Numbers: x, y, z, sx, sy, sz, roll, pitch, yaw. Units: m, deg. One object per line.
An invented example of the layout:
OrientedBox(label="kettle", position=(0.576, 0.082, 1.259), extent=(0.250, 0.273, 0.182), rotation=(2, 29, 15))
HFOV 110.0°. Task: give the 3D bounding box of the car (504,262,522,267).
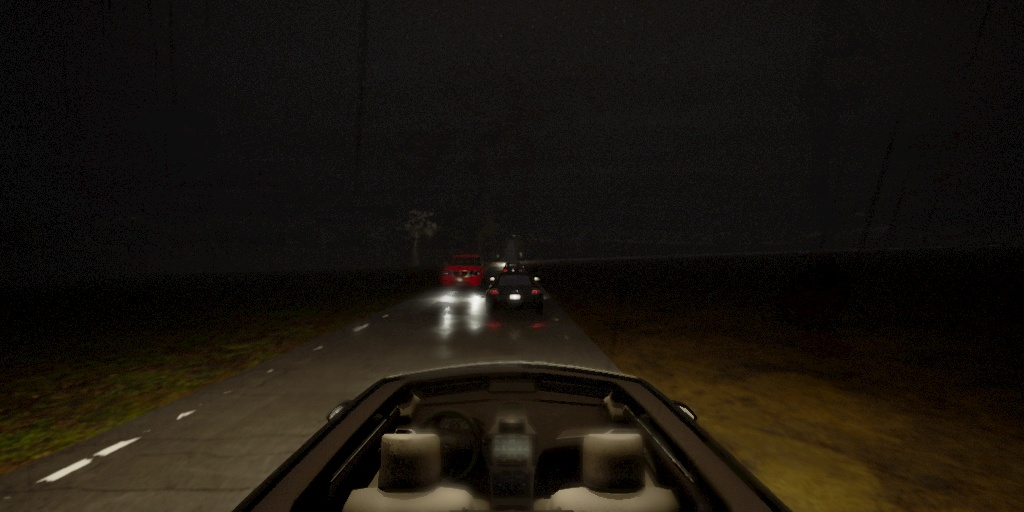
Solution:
OrientedBox(label="car", position=(0.094, 1.229, 31.634), extent=(2.033, 1.411, 5.357), rotation=(0, 0, 0))

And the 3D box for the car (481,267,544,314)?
OrientedBox(label="car", position=(0.096, 1.283, 13.544), extent=(1.994, 1.385, 4.181), rotation=(0, 0, 0))

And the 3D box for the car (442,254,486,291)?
OrientedBox(label="car", position=(-2.754, 0.920, 21.816), extent=(2.150, 2.045, 5.566), rotation=(0, 0, 0))
